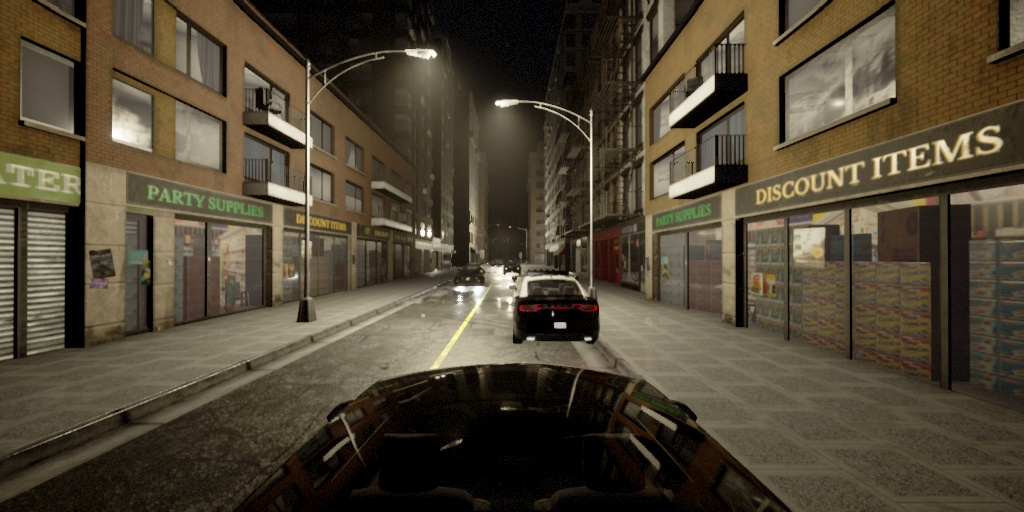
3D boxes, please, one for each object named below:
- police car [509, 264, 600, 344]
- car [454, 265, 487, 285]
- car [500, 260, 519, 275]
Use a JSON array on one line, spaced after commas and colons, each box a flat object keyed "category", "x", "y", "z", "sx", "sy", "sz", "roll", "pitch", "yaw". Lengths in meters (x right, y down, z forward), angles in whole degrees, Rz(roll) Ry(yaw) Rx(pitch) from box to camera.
[{"category": "police car", "x": 0.953, "y": 1.173, "z": 9.702, "sx": 1.930, "sy": 1.638, "sz": 5.238, "roll": 0, "pitch": 0, "yaw": 0}, {"category": "car", "x": -2.881, "y": 1.308, "z": 25.482, "sx": 1.994, "sy": 1.385, "sz": 4.181, "roll": 0, "pitch": 0, "yaw": 0}, {"category": "car", "x": 0.028, "y": 1.349, "z": 39.283, "sx": 1.895, "sy": 1.301, "sz": 4.718, "roll": 0, "pitch": 0, "yaw": 0}]
